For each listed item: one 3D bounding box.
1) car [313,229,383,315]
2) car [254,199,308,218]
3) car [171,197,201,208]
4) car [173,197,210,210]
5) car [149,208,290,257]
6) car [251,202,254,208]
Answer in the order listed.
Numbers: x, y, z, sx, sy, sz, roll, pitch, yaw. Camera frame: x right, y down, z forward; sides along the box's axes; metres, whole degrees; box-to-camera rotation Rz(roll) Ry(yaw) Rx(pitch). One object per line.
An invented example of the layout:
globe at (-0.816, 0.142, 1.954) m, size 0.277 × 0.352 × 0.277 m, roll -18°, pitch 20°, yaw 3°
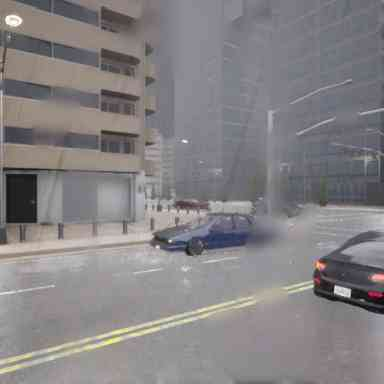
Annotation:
car at (4.440, 1.526, 6.982) m, size 4.674 × 1.442 × 1.812 m, roll 0°, pitch 0°, yaw -35°
car at (7.733, 1.509, 28.469) m, size 1.994 × 1.385 × 4.181 m, roll 0°, pitch 0°, yaw -36°
car at (-0.894, 1.451, 46.518) m, size 1.837 × 1.490 × 4.892 m, roll 0°, pitch 0°, yaw -35°
car at (0.148, 1.422, 38.959) m, size 1.882 × 1.535 × 5.008 m, roll 0°, pitch 0°, yaw -35°
car at (1.077, 1.547, 13.078) m, size 5.357 × 1.411 × 2.033 m, roll 0°, pitch 0°, yaw -31°
car at (8.216, 1.435, 33.728) m, size 2.128 × 1.511 × 4.902 m, roll 0°, pitch 0°, yaw -36°
